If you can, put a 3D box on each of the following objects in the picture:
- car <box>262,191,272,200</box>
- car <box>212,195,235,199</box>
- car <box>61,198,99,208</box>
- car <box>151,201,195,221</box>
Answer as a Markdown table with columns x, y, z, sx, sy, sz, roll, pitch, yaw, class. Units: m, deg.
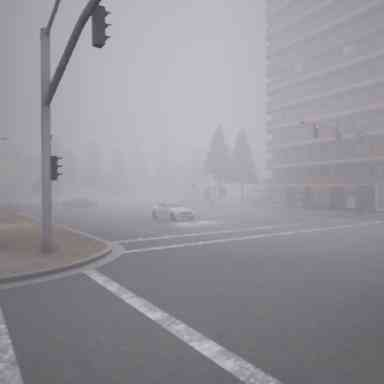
| x | y | z | sx | sy | sz | roll | pitch | yaw | class |
| --- | --- | --- | --- | --- | --- | --- | --- | --- | --- |
| 16.893 | 0.860 | 68.741 | 5.566 | 2.045 | 2.150 | 0 | 0 | -30 | car |
| 5.781 | 1.282 | 61.088 | 5.357 | 1.411 | 2.033 | 0 | 0 | -33 | car |
| -15.903 | 1.509 | 47.256 | 5.357 | 1.411 | 2.033 | 0 | 0 | 17 | car |
| -1.621 | 1.466 | 26.435 | 1.812 | 1.442 | 4.674 | -1 | 0 | -34 | car |
